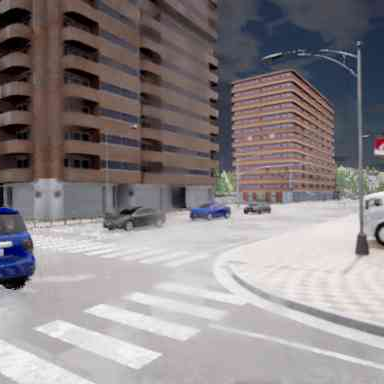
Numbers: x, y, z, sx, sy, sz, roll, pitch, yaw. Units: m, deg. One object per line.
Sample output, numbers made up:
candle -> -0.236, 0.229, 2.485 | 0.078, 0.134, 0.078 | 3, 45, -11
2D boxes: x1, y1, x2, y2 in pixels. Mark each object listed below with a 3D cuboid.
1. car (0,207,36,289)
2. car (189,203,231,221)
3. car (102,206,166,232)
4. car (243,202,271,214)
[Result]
car -> -6.217, 1.388, 8.416 | 5.566, 2.045, 2.150 | -1, -1, 35
car -> 1.716, 1.736, 30.163 | 1.882, 1.535, 5.008 | -1, -1, 36
car -> -3.777, 1.763, 22.442 | 1.837, 1.490, 4.892 | -1, 0, 35
car -> 7.537, 1.822, 38.271 | 1.994, 1.385, 4.181 | -1, 0, 36
